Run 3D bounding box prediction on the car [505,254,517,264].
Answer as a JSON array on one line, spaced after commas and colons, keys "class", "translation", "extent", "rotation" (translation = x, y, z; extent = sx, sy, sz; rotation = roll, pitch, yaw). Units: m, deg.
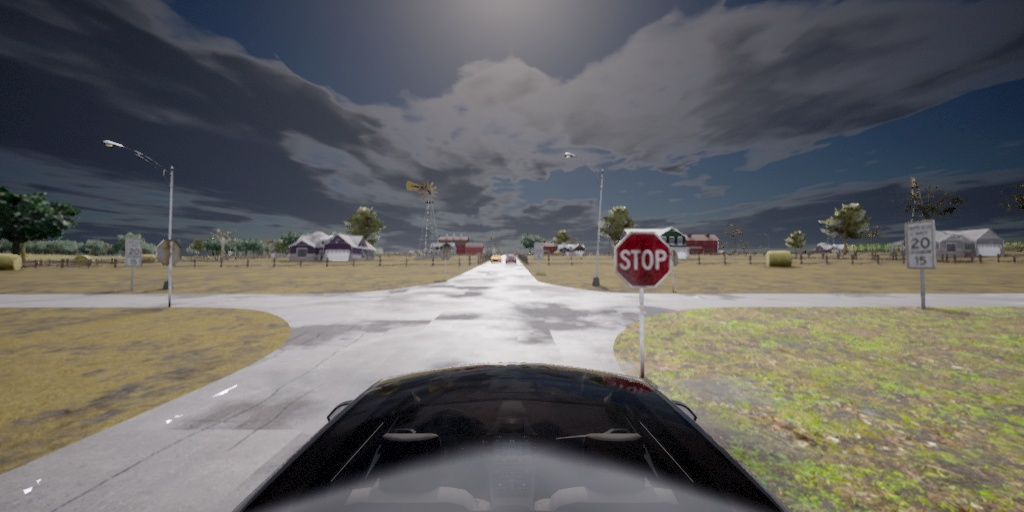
[{"class": "car", "translation": [-0.165, 0.651, 61.823], "extent": [1.895, 1.301, 4.718], "rotation": [0, 1, 0]}]
